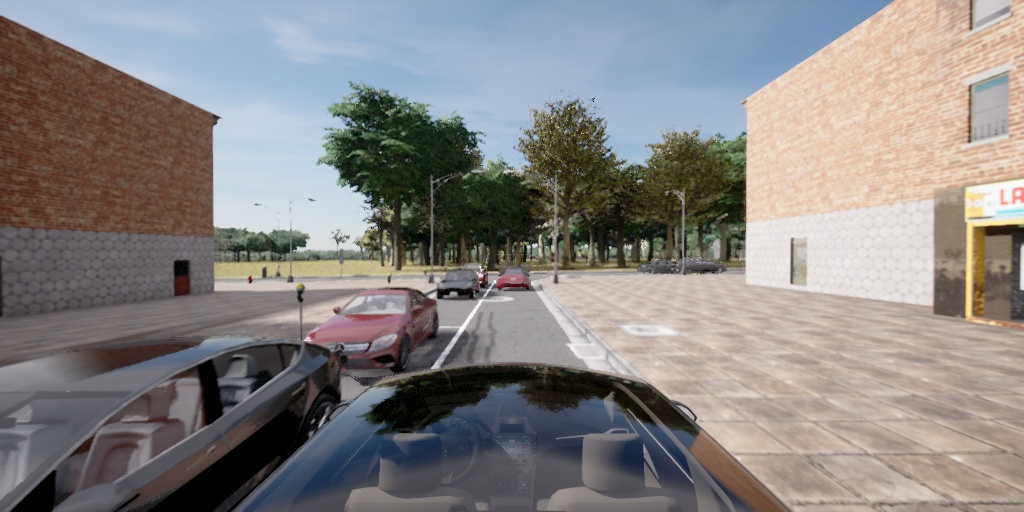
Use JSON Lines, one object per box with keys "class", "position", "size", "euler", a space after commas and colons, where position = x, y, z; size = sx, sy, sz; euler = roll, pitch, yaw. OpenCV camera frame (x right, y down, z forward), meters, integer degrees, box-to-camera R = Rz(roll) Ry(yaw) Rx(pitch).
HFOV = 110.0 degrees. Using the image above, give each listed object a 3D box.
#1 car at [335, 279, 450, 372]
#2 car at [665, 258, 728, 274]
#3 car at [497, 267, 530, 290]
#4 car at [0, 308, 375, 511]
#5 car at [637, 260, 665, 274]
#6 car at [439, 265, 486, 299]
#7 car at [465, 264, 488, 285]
{"class": "car", "position": [-2.638, 1.344, 7.564], "size": [1.802, 1.307, 4.207], "euler": [0, 0, 0]}
{"class": "car", "position": [17.542, 0.972, 33.705], "size": [4.902, 1.511, 2.128], "euler": [-1, 1, 0]}
{"class": "car", "position": [0.127, 1.358, 22.696], "size": [1.994, 1.385, 4.181], "euler": [0, 0, 1]}
{"class": "car", "position": [-2.638, 1.316, 2.129], "size": [1.948, 1.339, 4.313], "euler": [0, 0, 0]}
{"class": "car", "position": [14.964, 1.061, 36.625], "size": [4.181, 1.385, 1.994], "euler": [-1, 1, 0]}
{"class": "car", "position": [-2.636, 1.351, 18.434], "size": [1.948, 1.339, 4.313], "euler": [0, 0, 0]}
{"class": "car", "position": [-2.635, 1.236, 23.869], "size": [1.967, 1.591, 4.097], "euler": [0, 0, 0]}
